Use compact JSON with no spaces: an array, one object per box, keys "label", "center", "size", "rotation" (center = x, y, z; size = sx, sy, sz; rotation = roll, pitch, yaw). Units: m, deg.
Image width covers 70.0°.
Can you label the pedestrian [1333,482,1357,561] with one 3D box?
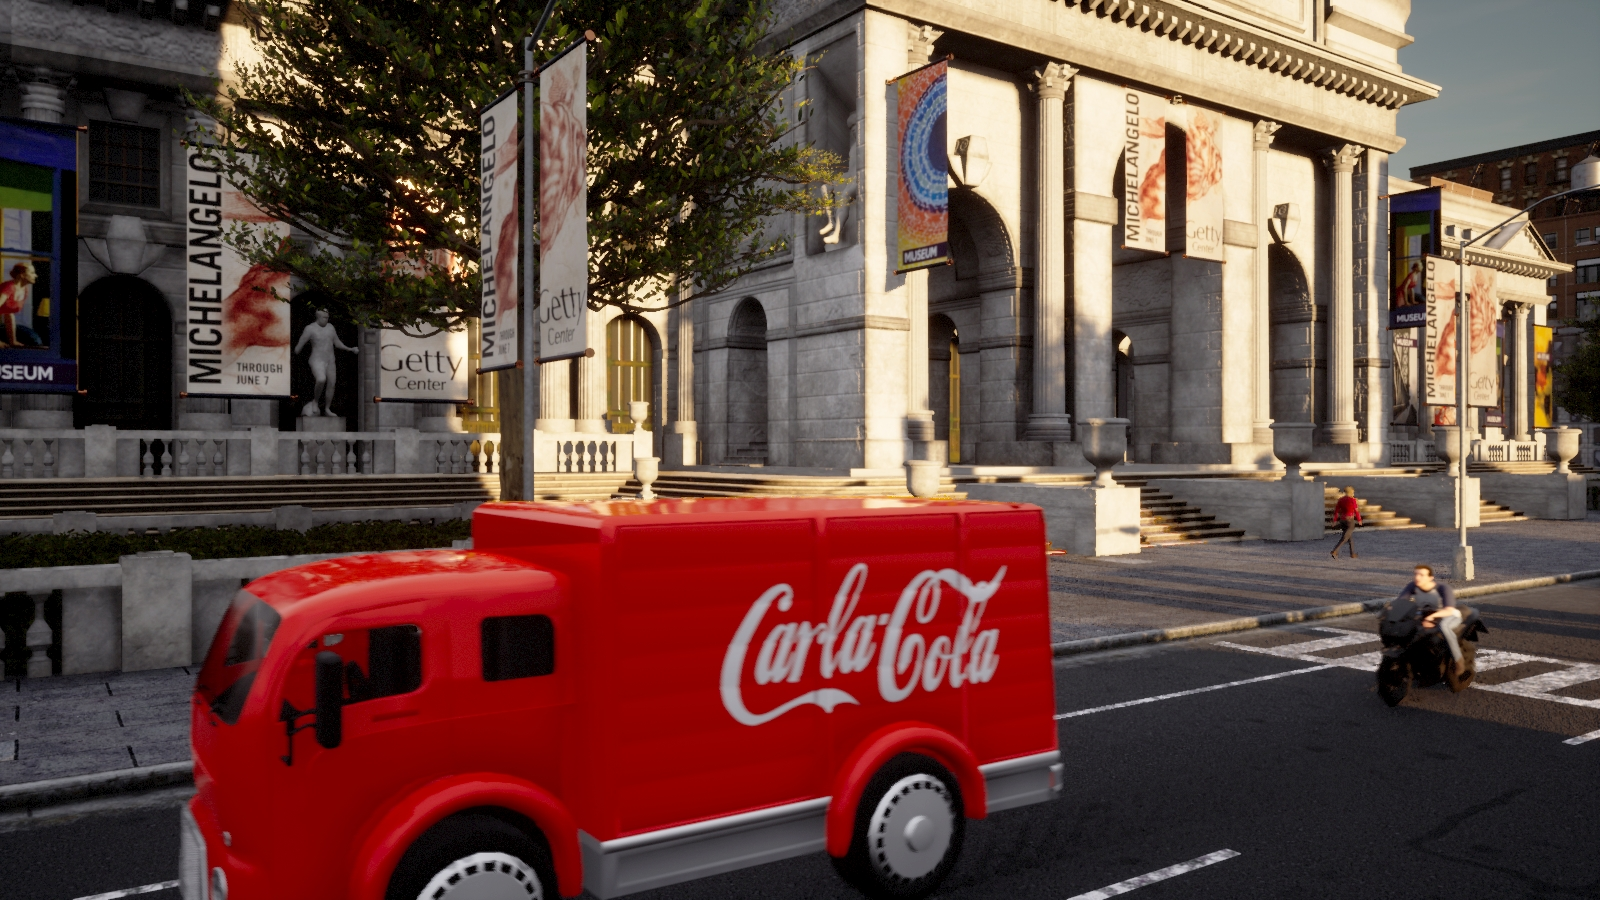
[{"label":"pedestrian","center":[13.035,1.696,27.318],"size":[0.375,1.860,0.375],"rotation":[0,0,-29]}]

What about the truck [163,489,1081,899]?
[{"label":"truck","center":[-0.988,1.568,7.346],"size":[5.204,2.467,2.627],"rotation":[0,0,-34]}]
